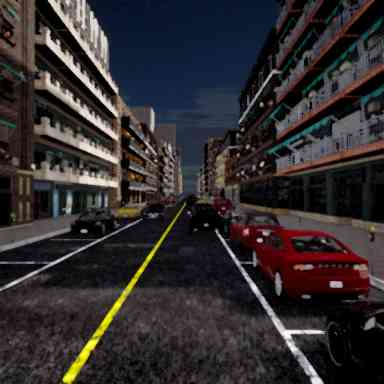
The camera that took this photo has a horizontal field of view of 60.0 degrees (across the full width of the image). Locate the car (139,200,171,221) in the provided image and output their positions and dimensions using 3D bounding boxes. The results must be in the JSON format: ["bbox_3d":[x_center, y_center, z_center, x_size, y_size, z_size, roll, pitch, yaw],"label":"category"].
[{"bbox_3d":[-3.110,1.723,28.997,1.812,1.442,4.674,0,0,0],"label":"car"}]

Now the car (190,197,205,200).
[{"bbox_3d":[0.885,1.701,36.397,1.801,1.575,5.366,0,0,0],"label":"car"}]

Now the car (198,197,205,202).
[{"bbox_3d":[2.655,2.154,92.982,1.887,1.381,4.507,0,0,0],"label":"car"}]

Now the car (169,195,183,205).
[{"bbox_3d":[-3.029,1.671,70.202,2.150,2.045,5.566,0,0,0],"label":"car"}]

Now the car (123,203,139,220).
[{"bbox_3d":[-5.701,1.734,30.813,1.752,1.417,4.829,0,0,0],"label":"car"}]

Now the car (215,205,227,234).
[{"bbox_3d":[2.684,1.687,19.710,2.008,1.369,4.403,0,0,0],"label":"car"}]

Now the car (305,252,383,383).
[{"bbox_3d":[2.690,1.587,2.801,1.947,1.339,4.313,0,0,0],"label":"car"}]

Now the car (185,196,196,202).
[{"bbox_3d":[-0.022,1.877,55.754,1.837,1.490,4.892,0,0,0],"label":"car"}]

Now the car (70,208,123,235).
[{"bbox_3d":[-5.697,1.701,19.709,1.947,1.339,4.313,0,0,0],"label":"car"}]

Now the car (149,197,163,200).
[{"bbox_3d":[-5.708,1.761,47.893,1.967,1.590,4.097,0,0,0],"label":"car"}]

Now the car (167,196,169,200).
[{"bbox_3d":[-5.720,1.852,81.712,2.192,1.841,5.009,0,0,0],"label":"car"}]

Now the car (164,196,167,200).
[{"bbox_3d":[-5.709,1.672,53.531,2.192,1.841,5.009,0,0,0],"label":"car"}]

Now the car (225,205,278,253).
[{"bbox_3d":[2.686,1.538,14.075,1.967,1.590,4.097,0,0,0],"label":"car"}]

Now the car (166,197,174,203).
[{"bbox_3d":[-5.723,2.013,87.346,1.967,1.590,4.097,0,0,0],"label":"car"}]

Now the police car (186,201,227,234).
[{"bbox_3d":[0.747,1.565,20.314,1.930,1.638,5.238,0,0,0],"label":"police car"}]

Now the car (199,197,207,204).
[{"bbox_3d":[2.659,2.064,81.880,1.752,1.417,4.829,0,0,0],"label":"car"}]

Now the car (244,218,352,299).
[{"bbox_3d":[2.688,1.604,8.438,1.887,1.381,4.507,0,0,0],"label":"car"}]

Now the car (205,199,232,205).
[{"bbox_3d":[2.681,1.526,30.984,2.192,1.841,5.009,0,0,0],"label":"car"}]
